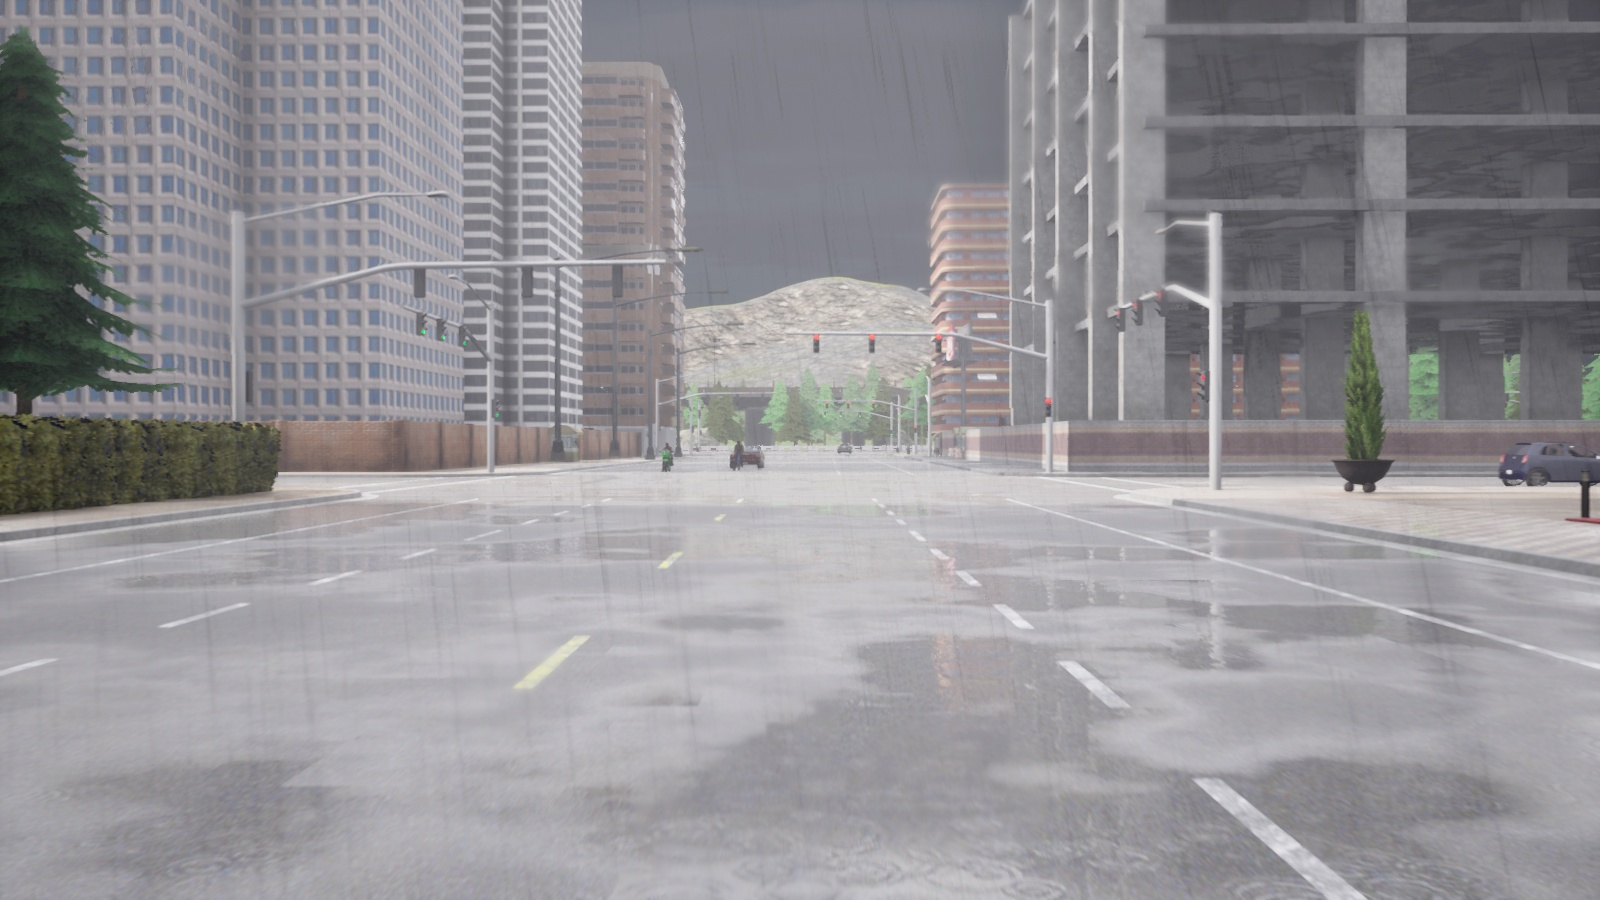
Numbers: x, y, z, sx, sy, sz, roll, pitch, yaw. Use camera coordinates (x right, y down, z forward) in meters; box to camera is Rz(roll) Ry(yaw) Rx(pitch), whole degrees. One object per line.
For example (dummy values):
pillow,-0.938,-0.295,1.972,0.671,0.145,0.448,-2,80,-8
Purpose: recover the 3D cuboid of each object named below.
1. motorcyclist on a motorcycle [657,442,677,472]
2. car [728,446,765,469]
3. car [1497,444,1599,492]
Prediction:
motorcyclist on a motorcycle,-6.797,0.361,64.306,0.797,1.523,2.044,0,0,1
car,-3.105,0.429,73.776,1.895,1.301,4.718,0,0,1
car,24.731,0.553,40.368,3.633,1.501,1.845,0,0,1
